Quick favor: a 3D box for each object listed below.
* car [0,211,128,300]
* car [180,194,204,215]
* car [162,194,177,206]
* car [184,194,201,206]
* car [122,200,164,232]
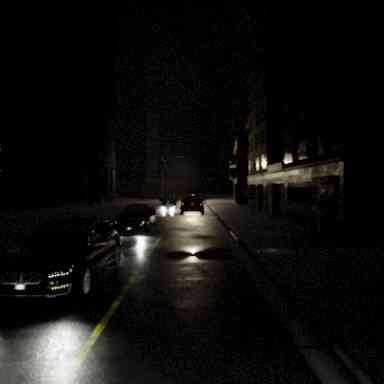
[{"bbox_3d":[-3.085,1.446,8.398,1.837,1.490,4.892,0,0,0],"label":"car"},{"bbox_3d":[0.030,1.066,30.094,2.097,1.767,4.553,0,1,0],"label":"car"},{"bbox_3d":[-2.979,1.051,44.301,2.128,1.511,4.902,0,1,0],"label":"car"},{"bbox_3d":[0.088,1.033,45.764,2.128,1.511,4.902,0,1,0],"label":"car"},{"bbox_3d":[-3.067,1.384,19.083,2.033,1.411,5.357,0,1,1],"label":"car"}]
